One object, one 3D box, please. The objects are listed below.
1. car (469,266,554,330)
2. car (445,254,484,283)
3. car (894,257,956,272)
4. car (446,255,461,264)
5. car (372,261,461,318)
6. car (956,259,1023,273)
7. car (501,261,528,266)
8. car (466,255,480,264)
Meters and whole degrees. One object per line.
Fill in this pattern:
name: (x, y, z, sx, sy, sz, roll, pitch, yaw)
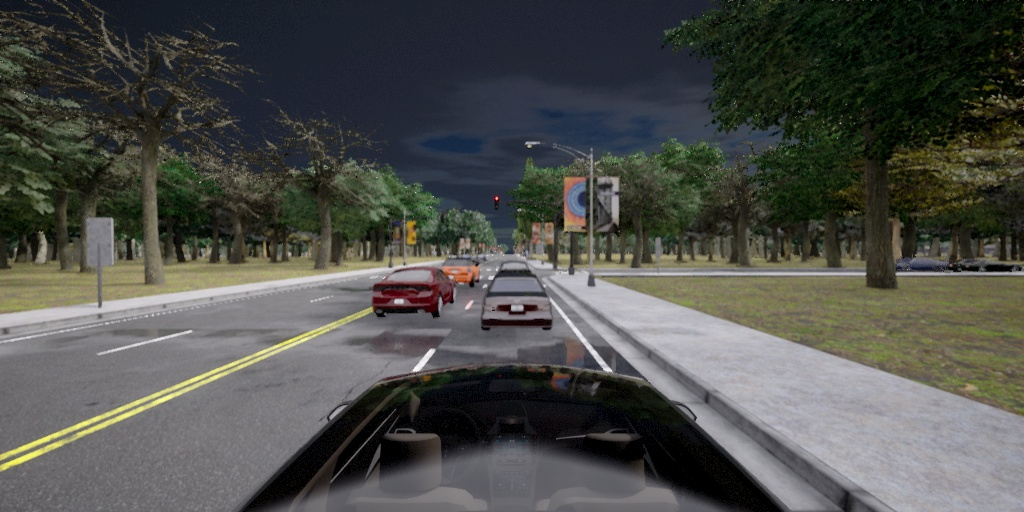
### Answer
car: (0.102, 1.187, 10.581, 2.033, 1.411, 5.357, 0, 1, 0)
car: (-3.132, 0.855, 21.778, 2.097, 1.767, 4.553, 0, 1, 0)
car: (39.561, 0.843, 35.330, 5.357, 1.411, 2.033, 0, 1, 1)
car: (-9.751, 0.581, 60.014, 1.812, 1.442, 4.674, 0, 1, 0)
car: (-3.137, 1.095, 12.358, 1.882, 1.535, 5.008, 0, 0, -1)
car: (42.788, 0.933, 32.454, 4.718, 1.301, 1.895, 0, 1, 1)
car: (0.105, 0.997, 20.408, 1.882, 1.535, 5.008, 0, 1, -1)
car: (-6.506, 0.619, 60.072, 1.994, 1.385, 4.181, 0, 1, 0)
